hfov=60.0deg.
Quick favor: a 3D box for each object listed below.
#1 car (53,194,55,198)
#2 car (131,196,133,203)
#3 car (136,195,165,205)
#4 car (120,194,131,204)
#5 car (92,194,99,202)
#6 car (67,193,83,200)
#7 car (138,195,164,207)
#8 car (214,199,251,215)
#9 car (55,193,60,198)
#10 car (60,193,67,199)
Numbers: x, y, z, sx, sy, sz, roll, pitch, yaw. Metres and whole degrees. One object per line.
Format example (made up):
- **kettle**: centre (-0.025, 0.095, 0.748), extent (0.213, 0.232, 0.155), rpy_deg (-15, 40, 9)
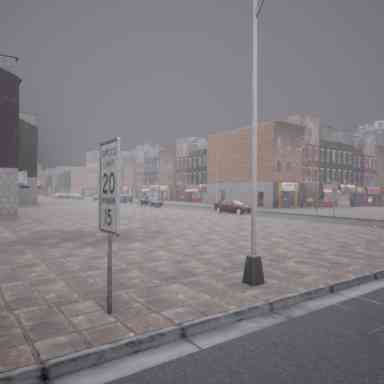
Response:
- **car**: centre (-34.080, 0.843, 84.586), extent (1.752, 1.417, 4.829), rpy_deg (1, 0, -35)
- **car**: centre (-11.904, 1.073, 57.854), extent (1.837, 1.490, 4.892), rpy_deg (1, 0, -35)
- **car**: centre (-6.244, 1.195, 49.951), extent (2.033, 1.411, 5.357), rpy_deg (1, 0, -35)
- **car**: centre (-12.089, 1.047, 52.903), extent (1.882, 1.535, 5.008), rpy_deg (1, 0, -35)
- **car**: centre (-16.142, 1.019, 58.611), extent (1.837, 1.490, 4.892), rpy_deg (1, 0, -35)
- **car**: centre (-24.647, 0.965, 71.279), extent (2.008, 1.369, 4.403), rpy_deg (1, 0, -35)
- **car**: centre (-5.584, 1.230, 44.388), extent (1.947, 1.339, 4.313), rpy_deg (1, 0, -35)
- **car**: centre (3.947, 1.367, 30.943), extent (1.887, 1.381, 4.507), rpy_deg (1, 0, -35)
- **car**: centre (-31.002, 0.892, 80.243), extent (1.887, 1.381, 4.507), rpy_deg (1, 0, -35)
- **car**: centre (-27.824, 0.924, 75.761), extent (1.887, 1.381, 4.507), rpy_deg (1, 0, -35)
